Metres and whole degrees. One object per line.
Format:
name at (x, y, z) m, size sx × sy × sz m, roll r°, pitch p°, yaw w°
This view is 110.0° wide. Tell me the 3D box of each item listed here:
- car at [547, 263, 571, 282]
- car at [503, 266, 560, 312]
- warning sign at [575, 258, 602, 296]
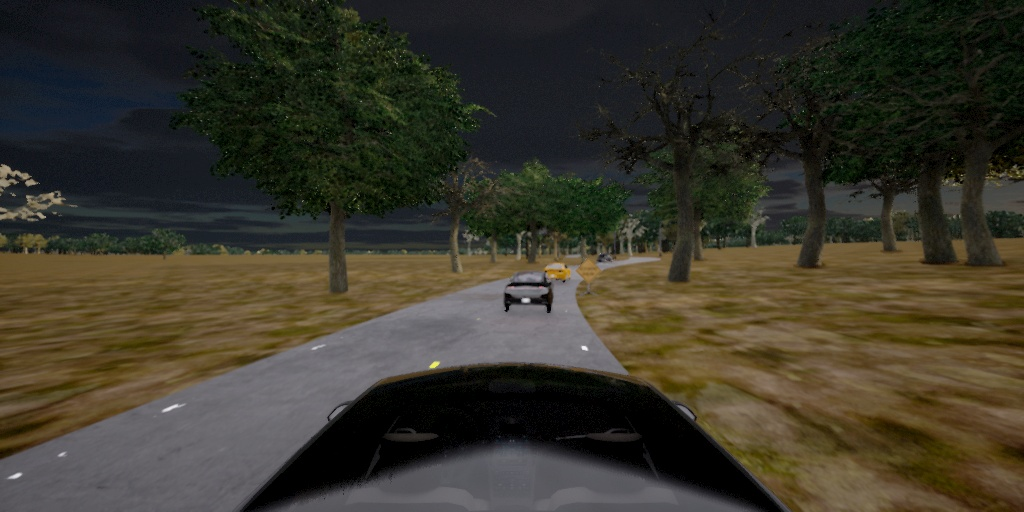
car at (3.841, 1.335, 30.291) m, size 1.882 × 1.535 × 5.008 m, roll 0°, pitch 1°, yaw 16°
car at (0.821, 1.379, 15.119) m, size 2.128 × 1.511 × 4.902 m, roll 0°, pitch 0°, yaw 8°
warning sign at (3.822, 1.016, 17.878) m, size 1.300 × 1.860 × 1.060 m, roll 0°, pitch 0°, yaw 9°
